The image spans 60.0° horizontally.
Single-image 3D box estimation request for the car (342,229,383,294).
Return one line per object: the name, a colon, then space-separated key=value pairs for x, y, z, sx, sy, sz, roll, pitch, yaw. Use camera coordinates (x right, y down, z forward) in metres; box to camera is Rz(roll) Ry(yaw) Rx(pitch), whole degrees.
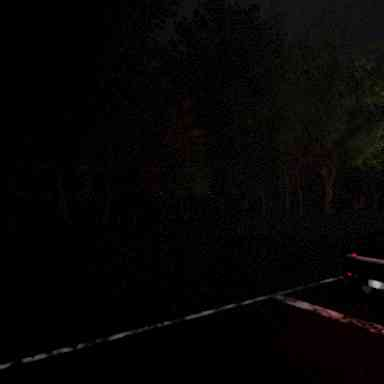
car: x=5.417 y=1.513 z=7.609 sx=4.902 sy=1.511 sz=2.128 roll=0 pitch=0 yaw=-35
